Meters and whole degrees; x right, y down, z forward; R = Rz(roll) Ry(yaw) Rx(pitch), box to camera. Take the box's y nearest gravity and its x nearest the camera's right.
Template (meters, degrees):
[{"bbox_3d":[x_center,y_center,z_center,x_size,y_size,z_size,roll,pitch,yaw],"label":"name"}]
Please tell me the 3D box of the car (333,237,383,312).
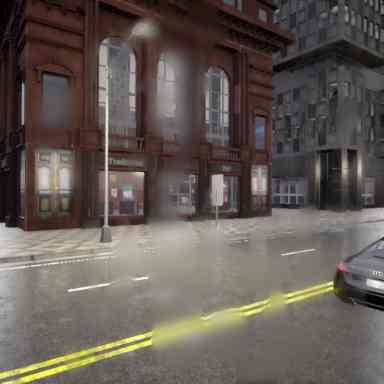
[{"bbox_3d":[4.825,1.561,6.899,4.181,1.385,1.994,0,0,-35],"label":"car"}]
